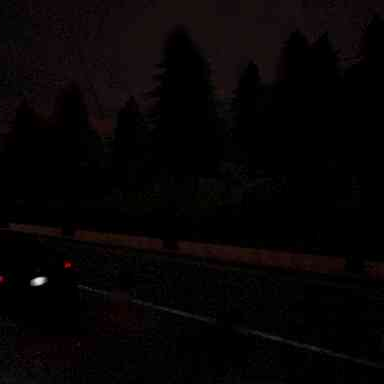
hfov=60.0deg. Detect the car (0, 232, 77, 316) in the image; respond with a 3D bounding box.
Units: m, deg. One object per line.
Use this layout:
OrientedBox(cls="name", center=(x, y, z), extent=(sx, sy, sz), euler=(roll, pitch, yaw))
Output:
OrientedBox(cls="car", center=(-4.362, 1.564, 7.095), extent=(4.181, 1.385, 1.994), euler=(0, 0, 36))
